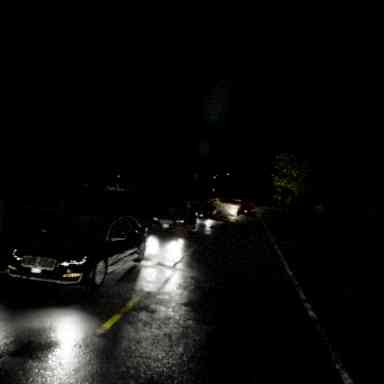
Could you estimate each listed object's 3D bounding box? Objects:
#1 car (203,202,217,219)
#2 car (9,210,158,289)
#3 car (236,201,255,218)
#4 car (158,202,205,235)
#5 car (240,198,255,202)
[{"bbox_3d":[1.299,1.677,31.348,2.033,1.411,5.357,5,0,10],"label":"car"},{"bbox_3d":[-2.579,1.297,8.803,1.837,1.490,4.892,5,0,10],"label":"car"},{"bbox_3d":[6.171,2.105,38.041,1.994,1.385,4.181,5,0,10],"label":"car"},{"bbox_3d":[-0.864,1.432,18.779,2.128,1.511,4.902,5,0,10],"label":"car"},{"bbox_3d":[8.848,1.998,53.483,2.150,2.045,5.566,5,0,10],"label":"car"}]
